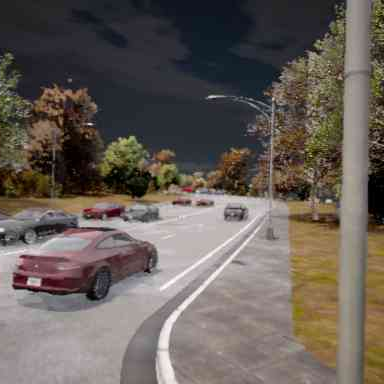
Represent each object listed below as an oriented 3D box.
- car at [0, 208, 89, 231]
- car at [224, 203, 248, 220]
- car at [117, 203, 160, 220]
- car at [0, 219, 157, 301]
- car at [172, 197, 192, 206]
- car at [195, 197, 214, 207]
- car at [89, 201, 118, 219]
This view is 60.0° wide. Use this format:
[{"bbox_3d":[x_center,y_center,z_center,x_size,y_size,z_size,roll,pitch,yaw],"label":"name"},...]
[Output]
[{"bbox_3d":[-7.632,1.591,16.476,2.128,1.511,4.902,1,-1,16],"label":"car"},{"bbox_3d":[4.341,1.832,32.381,2.128,1.511,4.902,1,1,16],"label":"car"},{"bbox_3d":[-4.197,1.730,28.389,1.812,1.442,4.674,1,1,16],"label":"car"},{"bbox_3d":[-2.466,1.664,8.766,1.812,1.442,4.674,1,-1,16],"label":"car"},{"bbox_3d":[-1.518,1.415,49.960,1.895,1.301,4.718,2,1,16],"label":"car"},{"bbox_3d":[1.906,1.499,49.201,1.895,1.301,4.718,2,1,16],"label":"car"},{"bbox_3d":[-7.616,1.594,29.160,1.882,1.535,5.008,1,1,16],"label":"car"}]
